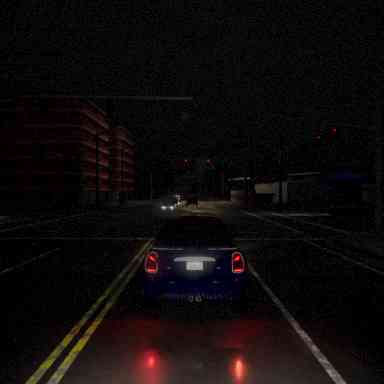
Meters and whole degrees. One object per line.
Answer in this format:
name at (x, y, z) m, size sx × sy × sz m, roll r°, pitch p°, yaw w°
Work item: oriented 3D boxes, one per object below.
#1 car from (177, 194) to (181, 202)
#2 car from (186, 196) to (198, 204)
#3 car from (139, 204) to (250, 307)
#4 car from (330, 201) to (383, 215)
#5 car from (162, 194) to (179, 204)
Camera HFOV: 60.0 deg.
car at (-3.696, 1.547, 63.739) m, size 2.033 × 1.411 × 5.357 m, roll 0°, pitch 0°, yaw 0°
car at (-0.049, 1.504, 57.894) m, size 1.837 × 1.490 × 4.892 m, roll 0°, pitch 0°, yaw 0°
car at (0.056, 1.352, 8.117) m, size 2.097 × 1.767 × 4.553 m, roll 0°, pitch 0°, yaw 0°
car at (16.391, 1.600, 33.204) m, size 4.718 × 1.301 × 1.895 m, roll 0°, pitch 0°, yaw 0°
car at (-3.706, 1.547, 53.367) m, size 2.033 × 1.411 × 5.357 m, roll 0°, pitch 0°, yaw 0°
